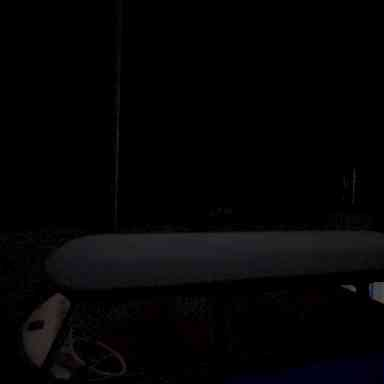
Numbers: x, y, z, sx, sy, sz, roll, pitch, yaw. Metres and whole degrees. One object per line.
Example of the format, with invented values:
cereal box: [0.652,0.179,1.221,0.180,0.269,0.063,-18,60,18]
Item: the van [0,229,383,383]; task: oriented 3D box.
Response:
van: [0.583,1.250,2.783,3.998,1.788,1.690,1,2,-20]
